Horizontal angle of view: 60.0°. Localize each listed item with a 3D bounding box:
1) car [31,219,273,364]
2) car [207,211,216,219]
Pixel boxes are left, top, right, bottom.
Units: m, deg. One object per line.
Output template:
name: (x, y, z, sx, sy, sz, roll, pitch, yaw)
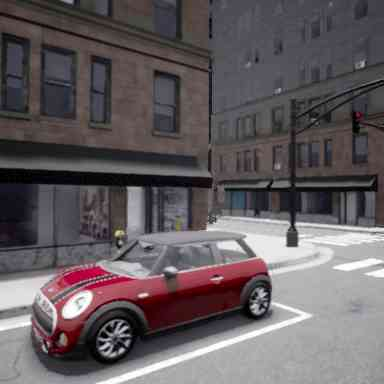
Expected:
car: (-0.529, 1.467, 5.811, 4.097, 1.590, 1.967, 1, 0, -36)
car: (0.002, 1.769, 26.117, 1.994, 1.385, 4.181, 1, -1, -35)
